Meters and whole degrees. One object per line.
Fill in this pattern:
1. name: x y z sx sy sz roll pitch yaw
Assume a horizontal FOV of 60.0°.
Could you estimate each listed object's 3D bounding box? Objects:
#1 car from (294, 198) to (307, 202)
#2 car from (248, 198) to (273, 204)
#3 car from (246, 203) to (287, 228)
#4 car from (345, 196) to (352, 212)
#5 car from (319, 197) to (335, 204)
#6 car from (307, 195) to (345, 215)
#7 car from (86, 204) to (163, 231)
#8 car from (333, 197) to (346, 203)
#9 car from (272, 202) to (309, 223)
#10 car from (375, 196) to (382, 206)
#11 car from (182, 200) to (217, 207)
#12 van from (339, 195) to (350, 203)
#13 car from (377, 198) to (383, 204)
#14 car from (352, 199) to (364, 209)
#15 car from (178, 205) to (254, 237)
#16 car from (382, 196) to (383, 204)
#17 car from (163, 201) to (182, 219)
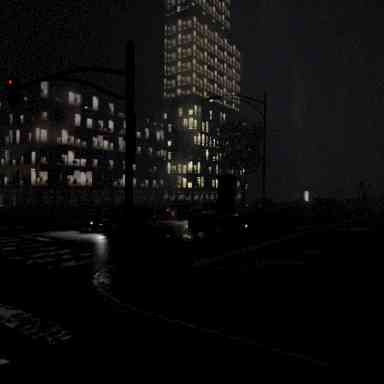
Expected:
1. car: 18.253 1.726 56.023 1.752 1.417 4.829 1 0 36
2. car: 7.744 1.492 37.413 2.097 1.767 4.553 1 0 37
3. car: 4.775 1.736 23.465 1.947 1.339 4.313 1 0 36
4. car: 18.540 1.720 42.223 1.967 1.590 4.097 1 0 36
5. car: 28.251 1.848 69.552 1.947 1.339 4.313 1 0 36
6. car: 15.269 1.569 37.738 2.192 1.841 5.009 1 0 36
7. car: -4.337 1.548 21.088 1.837 1.490 4.892 1 0 36
8. car: 34.748 1.861 78.344 1.752 1.417 4.829 1 0 36
9. car: 8.031 1.778 27.873 1.802 1.307 4.206 1 0 36
10. car: 35.093 1.940 64.710 1.752 1.417 4.829 1 0 36
11. car: 1.659 1.568 29.198 1.882 1.535 5.008 1 0 36
12. van: 38.150 1.705 82.945 1.690 1.788 3.998 1 0 36
13. car: 44.888 2.047 77.967 2.008 1.369 4.403 1 0 36
14. car: 25.096 1.773 51.180 1.967 1.590 4.097 1 0 36
15. car: 1.517 1.696 19.056 2.008 1.369 4.403 1 0 36
16. car: 41.592 1.783 73.502 2.192 1.841 5.009 1 0 36
17. car: -1.541 1.480 29.450 1.967 1.590 4.097 1 0 36
